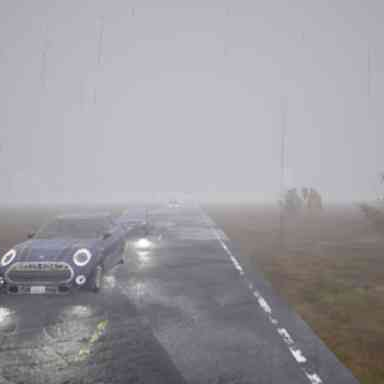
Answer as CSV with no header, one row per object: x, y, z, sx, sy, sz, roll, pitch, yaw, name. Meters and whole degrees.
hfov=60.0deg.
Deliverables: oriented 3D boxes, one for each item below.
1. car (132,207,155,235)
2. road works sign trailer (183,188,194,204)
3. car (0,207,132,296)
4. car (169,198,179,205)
-3.254,1.636,19.559,1.812,1.442,4.674,0,0,-1,car
-0.717,0.845,75.035,2.380,3.560,2.880,0,0,-1,road works sign trailer
-3.170,1.409,9.035,2.097,1.767,4.553,0,0,-1,car
-3.645,1.897,68.063,2.033,1.411,5.357,0,0,-1,car
